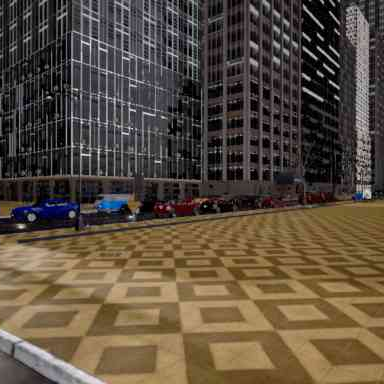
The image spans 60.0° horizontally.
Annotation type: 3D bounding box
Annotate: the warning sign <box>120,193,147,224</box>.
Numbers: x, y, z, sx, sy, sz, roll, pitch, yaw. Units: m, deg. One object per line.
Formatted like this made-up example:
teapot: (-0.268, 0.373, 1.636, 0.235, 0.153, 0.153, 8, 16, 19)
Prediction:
warning sign: (-3.620, 0.977, 20.725, 1.300, 1.860, 1.060, 0, 0, 41)

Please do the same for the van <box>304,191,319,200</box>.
van: (25.711, 0.695, 71.549, 1.690, 1.788, 3.998, 1, 1, 41)

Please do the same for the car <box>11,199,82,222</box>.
car: (-10.787, 1.319, 24.899, 1.882, 1.535, 5.008, 0, 1, 41)

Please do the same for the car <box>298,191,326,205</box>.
car: (17.278, 0.885, 48.793, 2.192, 1.841, 5.009, 1, 1, 41)

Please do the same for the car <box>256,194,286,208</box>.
car: (9.882, 1.244, 40.151, 1.802, 1.307, 4.206, 1, 1, 41)

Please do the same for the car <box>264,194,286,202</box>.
car: (14.618, 1.057, 58.582, 1.947, 1.339, 4.313, 1, 1, 41)

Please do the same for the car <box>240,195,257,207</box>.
car: (8.564, 1.147, 42.603, 1.837, 1.490, 4.892, 0, 0, 41)

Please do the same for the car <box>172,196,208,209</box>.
car: (-0.178, 1.219, 41.295, 1.887, 1.381, 4.507, 1, 1, 41)

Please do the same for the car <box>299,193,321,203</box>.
car: (19.836, 1.005, 55.789, 1.837, 1.490, 4.892, 0, -1, 41)

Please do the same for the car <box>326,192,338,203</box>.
car: (20.975, 0.840, 53.116, 2.192, 1.841, 5.009, 1, 1, 41)

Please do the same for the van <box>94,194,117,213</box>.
van: (-7.657, 1.107, 32.719, 1.690, 1.788, 3.998, 1, 1, 41)

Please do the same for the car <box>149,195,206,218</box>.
car: (-1.116, 1.241, 27.101, 1.967, 1.590, 4.097, 1, 1, 41)

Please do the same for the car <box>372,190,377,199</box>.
car: (39.461, 0.848, 74.737, 2.008, 1.369, 4.403, 1, 1, 41)

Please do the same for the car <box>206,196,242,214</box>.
car: (2.538, 1.320, 31.462, 1.947, 1.339, 4.313, 1, 1, 41)

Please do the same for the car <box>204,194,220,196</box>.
car: (1.914, 1.035, 39.703, 2.097, 1.767, 4.553, 0, 1, 42)

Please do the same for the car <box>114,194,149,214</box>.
car: (-4.635, 1.242, 32.093, 1.882, 1.535, 5.008, 0, 1, 40)

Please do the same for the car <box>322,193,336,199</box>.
car: (33.106, 0.829, 80.200, 1.947, 1.339, 4.313, 1, 1, 41)

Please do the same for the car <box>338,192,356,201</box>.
car: (28.480, 0.957, 61.895, 1.752, 1.417, 4.829, 1, 1, 41)

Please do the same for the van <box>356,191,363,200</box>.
van: (35.765, 0.683, 70.410, 1.690, 1.788, 3.998, 1, 1, 41)
